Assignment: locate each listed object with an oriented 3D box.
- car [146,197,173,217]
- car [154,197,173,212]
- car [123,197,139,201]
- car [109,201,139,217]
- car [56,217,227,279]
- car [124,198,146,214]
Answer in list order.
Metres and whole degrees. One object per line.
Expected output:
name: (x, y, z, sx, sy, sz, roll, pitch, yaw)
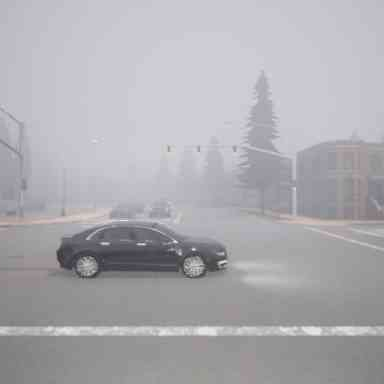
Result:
car: (-3.316, 1.723, 34.962, 2.097, 1.767, 4.553, 0, -1, -1)
car: (-4.215, 1.740, 48.767, 2.150, 2.045, 5.566, 0, -1, -11)
car: (-11.316, 2.101, 58.896, 1.882, 1.535, 5.008, 1, -1, -28)
car: (-6.779, 1.911, 32.749, 1.994, 1.385, 4.181, 0, -1, -1)
car: (-1.411, 1.623, 9.805, 4.892, 1.490, 1.837, 0, -1, 0)
car: (-7.004, 1.919, 41.658, 1.882, 1.535, 5.008, 0, 0, -3)
